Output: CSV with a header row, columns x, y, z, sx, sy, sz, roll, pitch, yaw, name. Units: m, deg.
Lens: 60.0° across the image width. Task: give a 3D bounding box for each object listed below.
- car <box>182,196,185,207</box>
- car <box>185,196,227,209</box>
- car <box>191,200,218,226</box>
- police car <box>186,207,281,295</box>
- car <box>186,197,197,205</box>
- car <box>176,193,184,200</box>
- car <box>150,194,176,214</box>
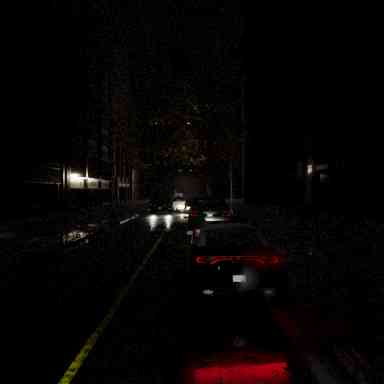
x,y,z,sx,sy,sz,roll,pitch,yaw,name
-0.068,1.551,46.074,1.812,1.442,4.674,0,0,0,car
0.868,1.229,18.761,2.150,2.045,5.566,0,0,0,car
0.857,1.464,24.920,1.801,1.575,5.366,0,0,0,car
0.885,1.426,8.840,1.930,1.638,5.238,0,0,0,police car
-0.104,1.645,60.141,1.895,1.301,4.718,0,0,0,car
-3.138,1.295,79.100,2.150,2.045,5.566,0,0,0,car
-3.162,1.237,35.456,2.150,2.045,5.566,0,0,0,car
